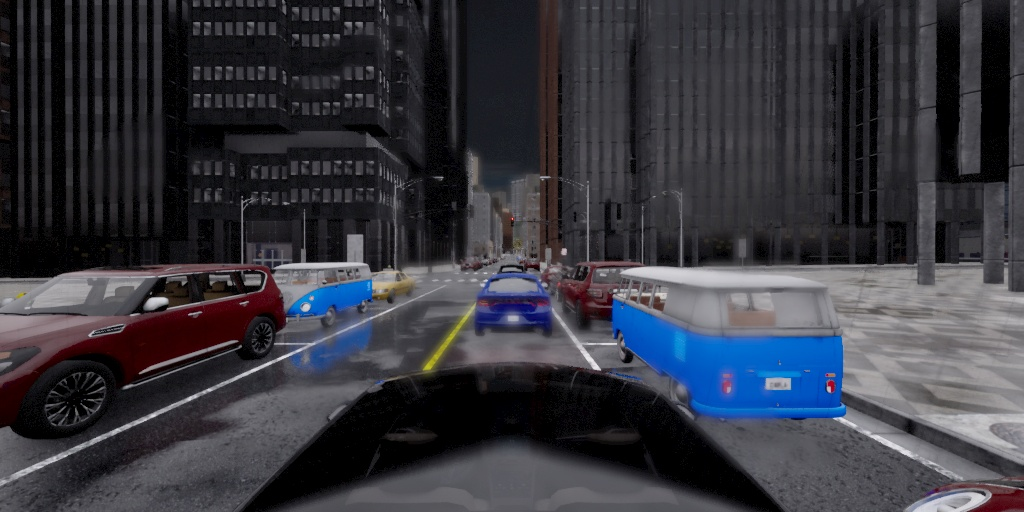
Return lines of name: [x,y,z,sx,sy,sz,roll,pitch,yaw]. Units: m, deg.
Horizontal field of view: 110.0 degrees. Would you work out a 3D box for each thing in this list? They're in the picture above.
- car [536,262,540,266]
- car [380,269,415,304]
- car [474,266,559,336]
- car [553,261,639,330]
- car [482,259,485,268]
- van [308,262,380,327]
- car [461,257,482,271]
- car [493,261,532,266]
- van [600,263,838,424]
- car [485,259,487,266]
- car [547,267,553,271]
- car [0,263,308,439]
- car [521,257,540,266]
car: [2.763,1.297,22.147,1.888,1.381,4.507,0,0,0]
car: [-5.764,1.276,16.463,1.751,1.417,4.829,0,0,0]
car: [0.058,1.228,10.385,1.882,1.535,5.008,0,0,1]
car: [2.765,1.064,11.097,2.192,1.841,5.009,0,0,0]
car: [-5.764,1.090,54.840,2.192,1.841,5.009,0,0,0]
van: [-5.765,1.091,11.109,1.690,1.789,3.998,0,0,0]
car: [-5.764,1.084,49.197,2.192,1.841,5.009,0,0,0]
car: [0.000,1.257,20.756,1.837,1.490,4.892,0,0,0]
van: [2.767,1.090,5.571,1.690,1.789,3.998,0,0,0]
car: [-5.764,1.348,60.483,1.948,1.339,4.313,0,0,0]
car: [2.764,1.301,16.622,2.007,1.370,4.403,0,0,0]
car: [-5.765,1.064,5.584,2.192,1.841,5.009,0,0,0]
car: [2.762,1.084,49.188,2.192,1.841,5.009,0,0,0]
